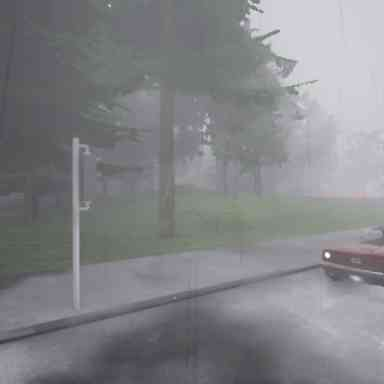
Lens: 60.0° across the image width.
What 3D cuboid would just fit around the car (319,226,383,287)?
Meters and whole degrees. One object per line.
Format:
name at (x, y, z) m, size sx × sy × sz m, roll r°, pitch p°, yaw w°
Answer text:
car at (5.374, 1.581, 8.621) m, size 4.718 × 1.301 × 1.895 m, roll 0°, pitch 0°, yaw -37°
